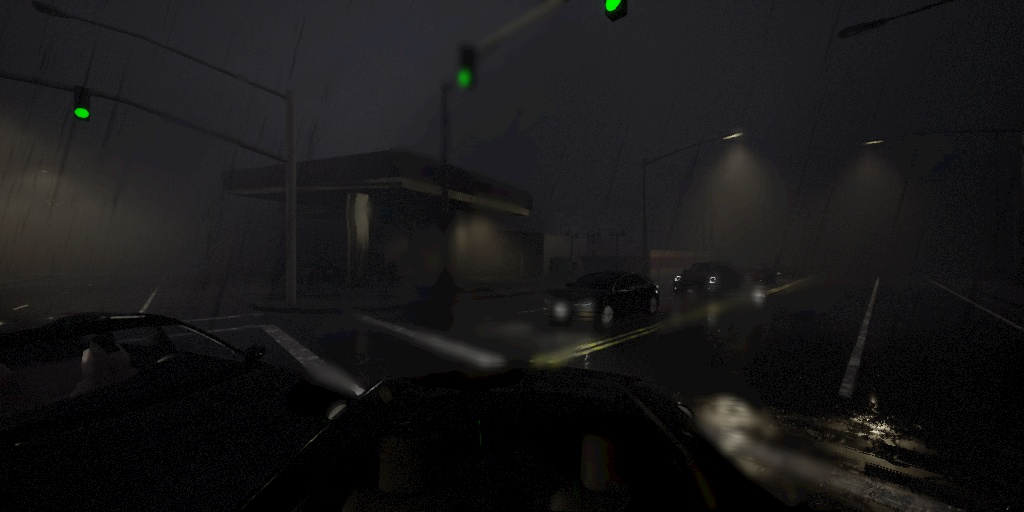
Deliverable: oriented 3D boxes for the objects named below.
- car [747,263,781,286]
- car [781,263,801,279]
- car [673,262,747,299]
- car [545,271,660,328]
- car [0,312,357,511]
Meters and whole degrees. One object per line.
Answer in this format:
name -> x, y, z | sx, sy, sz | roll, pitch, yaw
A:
car -> 17.087, 1.313, 25.129 | 4.181, 1.385, 1.994 | 0, 0, -45
car -> 24.343, 1.313, 32.057 | 4.181, 1.385, 1.994 | 0, 0, -44
car -> 10.041, 1.101, 18.340 | 4.553, 1.767, 2.097 | 0, 0, -44
car -> 3.083, 1.255, 11.615 | 4.892, 1.490, 1.837 | 0, 0, -44
car -> -3.375, 1.242, 2.708 | 4.902, 1.511, 2.128 | 0, 0, 16
